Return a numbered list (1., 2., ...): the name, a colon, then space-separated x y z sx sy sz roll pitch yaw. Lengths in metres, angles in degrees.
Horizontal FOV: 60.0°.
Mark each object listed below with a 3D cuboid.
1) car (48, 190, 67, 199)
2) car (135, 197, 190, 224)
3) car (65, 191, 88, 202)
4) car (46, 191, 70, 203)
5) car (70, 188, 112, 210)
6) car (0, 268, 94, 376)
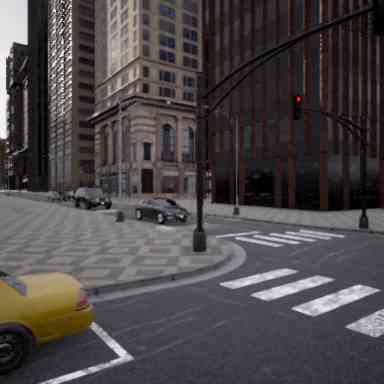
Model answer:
1. car: -22.373 0.453 55.411 1.994 1.385 4.181 0 1 -36
2. car: -2.010 1.139 21.629 1.837 1.490 4.892 0 1 -36
3. car: -16.551 0.575 47.357 1.837 1.490 4.892 0 1 -35
4. car: -17.929 0.621 43.940 1.837 1.490 4.892 0 1 -35
5. car: -9.698 0.600 32.370 2.150 2.045 5.566 0 1 -36
6. car: -3.719 1.527 3.997 4.829 1.417 1.752 0 0 -35
